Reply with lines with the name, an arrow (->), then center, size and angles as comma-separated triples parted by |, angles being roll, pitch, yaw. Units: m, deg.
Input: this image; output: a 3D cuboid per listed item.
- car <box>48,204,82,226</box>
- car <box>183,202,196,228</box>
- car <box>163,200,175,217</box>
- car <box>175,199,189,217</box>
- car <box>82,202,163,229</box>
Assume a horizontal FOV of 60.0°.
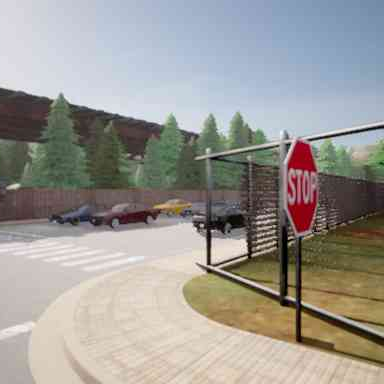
car -> -7.494, 1.561, 24.109 | 2.033, 1.411, 5.357 | 0, 0, 36
car -> 1.965, 1.498, 19.031 | 2.128, 1.511, 4.902 | 0, 0, 37
car -> -1.731, 1.491, 32.022 | 1.882, 1.535, 5.008 | 0, 0, 36
car -> 0.797, 1.575, 29.547 | 1.994, 1.385, 4.181 | 0, 0, 36
car -> -4.496, 1.489, 22.281 | 1.882, 1.535, 5.008 | 0, 0, 36
